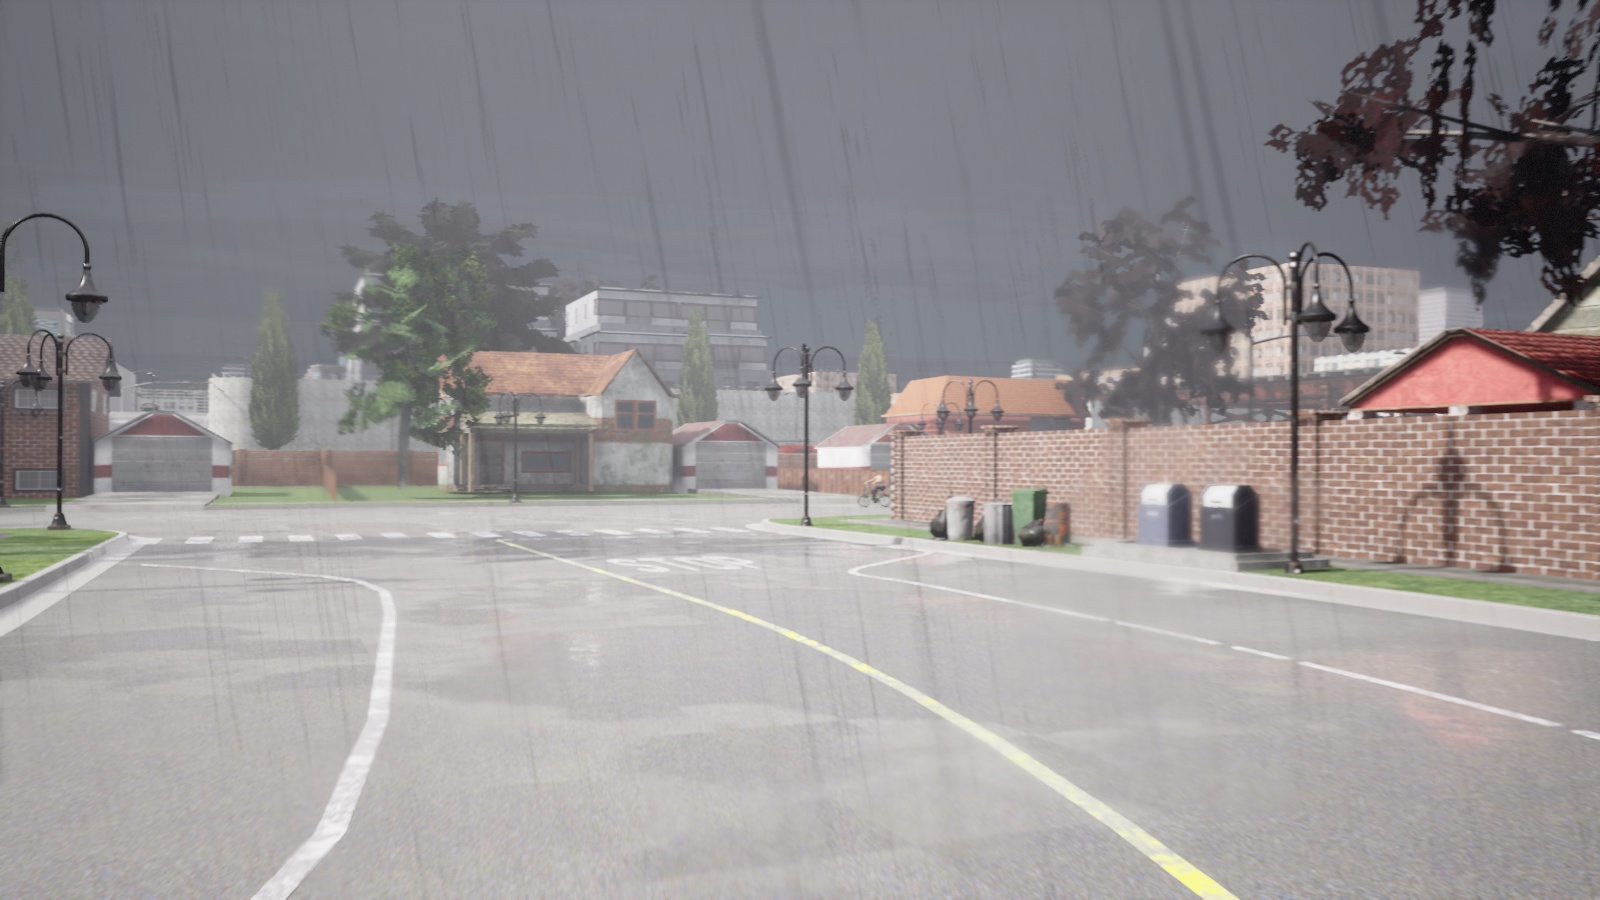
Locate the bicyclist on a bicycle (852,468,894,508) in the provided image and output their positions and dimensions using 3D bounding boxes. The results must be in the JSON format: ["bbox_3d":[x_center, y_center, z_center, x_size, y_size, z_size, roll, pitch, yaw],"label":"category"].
[{"bbox_3d":[3.076,1.585,52.953,1.509,1.612,0.866,-1,0,-23],"label":"bicyclist on a bicycle"}]
